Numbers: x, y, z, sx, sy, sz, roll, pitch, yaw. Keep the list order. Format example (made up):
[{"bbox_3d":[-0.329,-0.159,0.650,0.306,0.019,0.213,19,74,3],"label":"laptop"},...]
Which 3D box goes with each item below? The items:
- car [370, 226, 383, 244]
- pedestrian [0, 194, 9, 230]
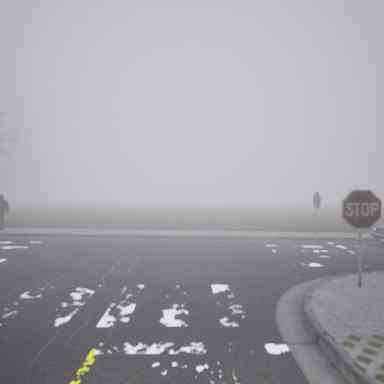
[{"bbox_3d":[10.299,1.761,14.138,4.718,1.301,1.895,1,0,0],"label":"car"},{"bbox_3d":[-9.690,1.005,16.928,0.375,1.860,0.375,0,-1,0],"label":"pedestrian"}]
